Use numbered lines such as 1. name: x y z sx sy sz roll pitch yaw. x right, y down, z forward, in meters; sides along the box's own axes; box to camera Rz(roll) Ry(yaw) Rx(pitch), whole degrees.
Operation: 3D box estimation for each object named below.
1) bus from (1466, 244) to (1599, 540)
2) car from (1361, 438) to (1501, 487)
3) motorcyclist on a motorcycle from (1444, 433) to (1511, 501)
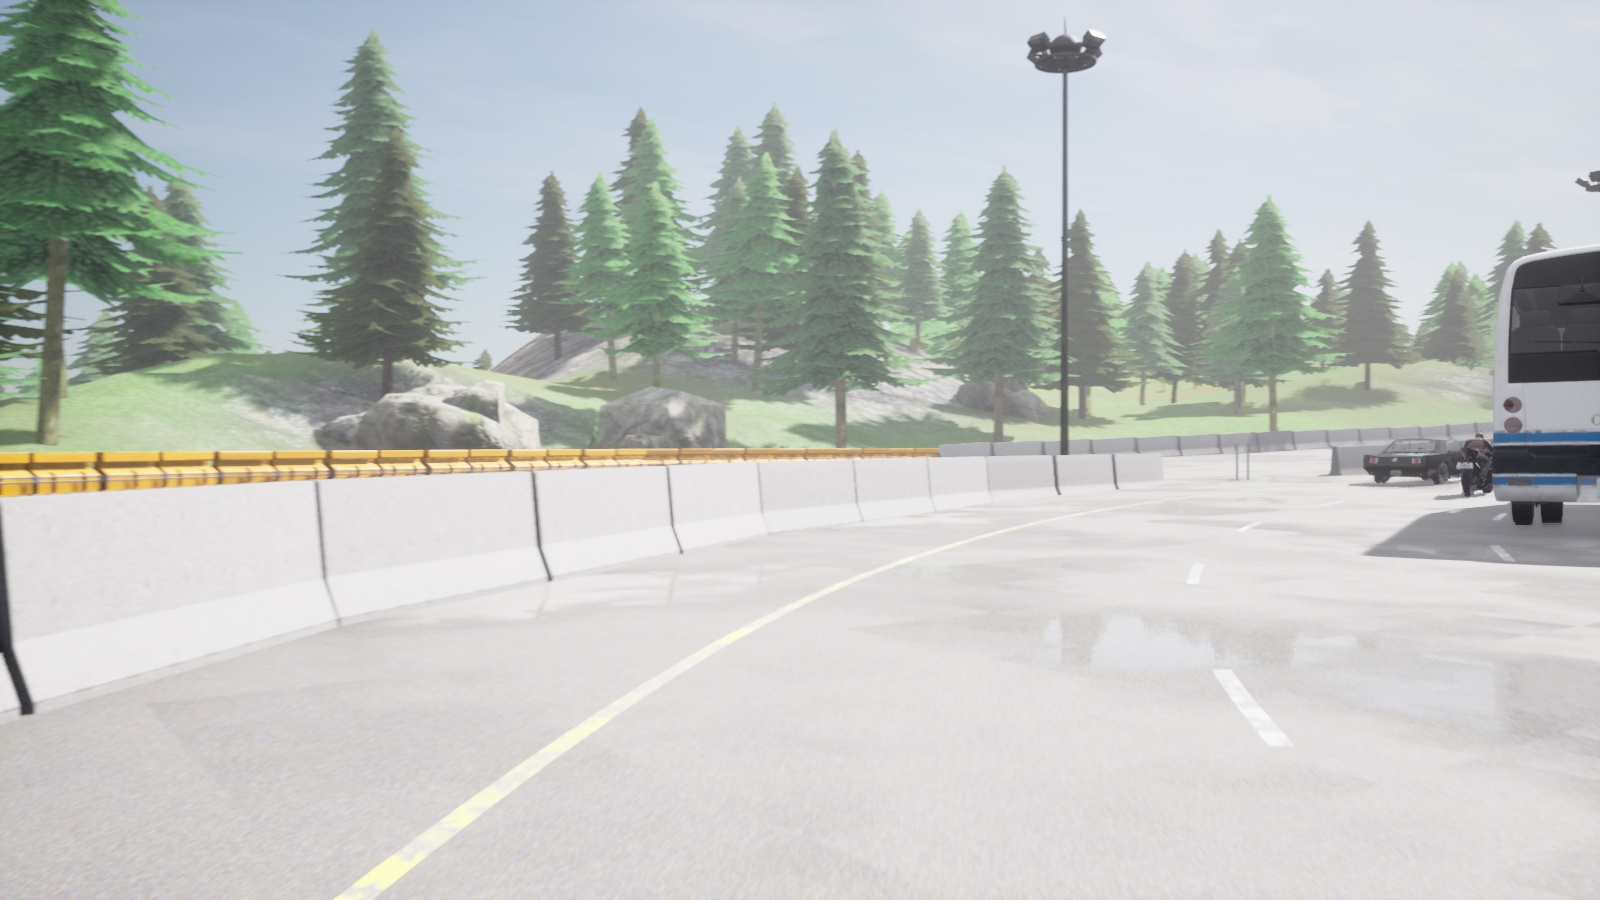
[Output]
1. bus: 14.490 -0.916 22.292 3.944 4.253 10.273 -1 1 32
2. car: 18.388 0.336 36.513 4.718 1.301 1.895 -1 1 -39
3. motorcyclist on a motorcycle: 15.993 0.380 29.607 0.866 1.530 2.191 1 2 43
